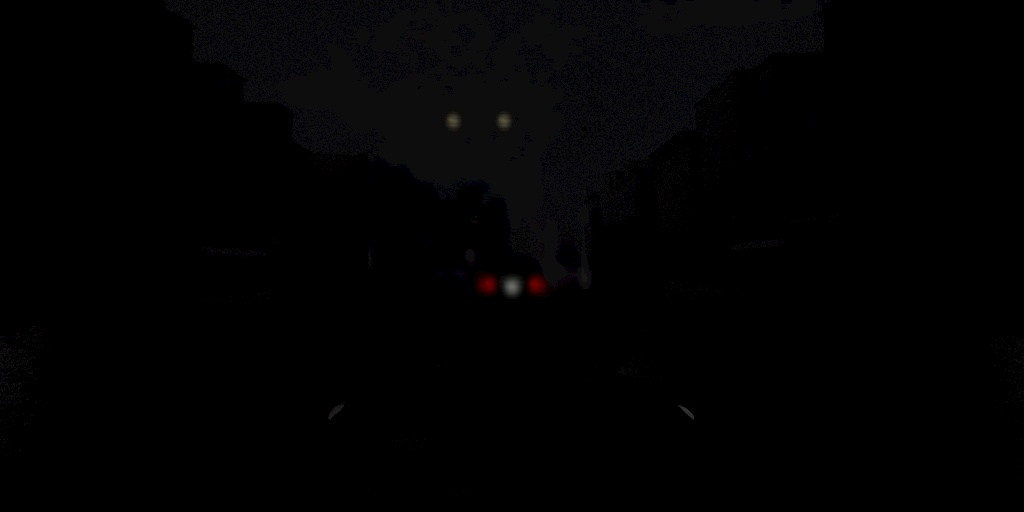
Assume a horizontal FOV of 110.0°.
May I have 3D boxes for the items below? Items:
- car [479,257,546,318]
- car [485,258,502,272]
[{"bbox_3d":[0.036,1.039,13.540,2.150,2.045,5.566,0,0,1],"label":"car"},{"bbox_3d":[-2.779,1.338,54.638,2.150,2.045,5.566,0,-1,0],"label":"car"}]
